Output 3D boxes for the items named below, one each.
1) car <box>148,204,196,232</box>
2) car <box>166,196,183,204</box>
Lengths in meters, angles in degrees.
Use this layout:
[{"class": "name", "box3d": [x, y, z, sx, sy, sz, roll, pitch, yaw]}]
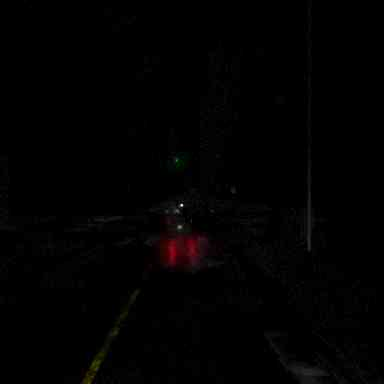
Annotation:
[{"class": "car", "box3d": [-1.362, 1.613, 20.118, 1.895, 1.301, 4.718, 0, 0, -18]}, {"class": "car", "box3d": [-2.784, 1.583, 49.901, 1.837, 1.490, 4.892, 0, 0, 0]}]
